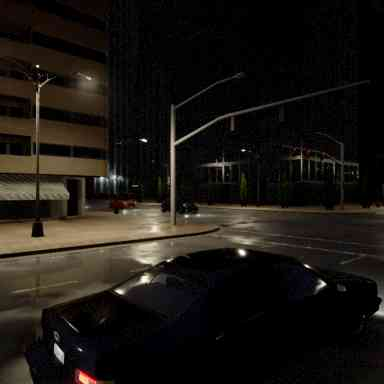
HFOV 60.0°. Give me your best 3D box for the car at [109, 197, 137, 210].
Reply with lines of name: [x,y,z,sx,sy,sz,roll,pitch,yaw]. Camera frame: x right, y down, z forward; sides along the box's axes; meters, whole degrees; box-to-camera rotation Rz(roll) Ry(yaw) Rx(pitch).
car: [-9.303,1.407,44.828,2.097,1.767,4.553,0,0,-42]

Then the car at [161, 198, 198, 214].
car: [-1.373,1.408,36.025,2.097,1.767,4.553,0,0,-42]

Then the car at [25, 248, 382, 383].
car: [0.696,1.547,4.703,5.357,1.411,2.033,0,0,-39]

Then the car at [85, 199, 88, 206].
car: [-19.241,1.407,55.928,2.097,1.767,4.553,0,0,-41]
